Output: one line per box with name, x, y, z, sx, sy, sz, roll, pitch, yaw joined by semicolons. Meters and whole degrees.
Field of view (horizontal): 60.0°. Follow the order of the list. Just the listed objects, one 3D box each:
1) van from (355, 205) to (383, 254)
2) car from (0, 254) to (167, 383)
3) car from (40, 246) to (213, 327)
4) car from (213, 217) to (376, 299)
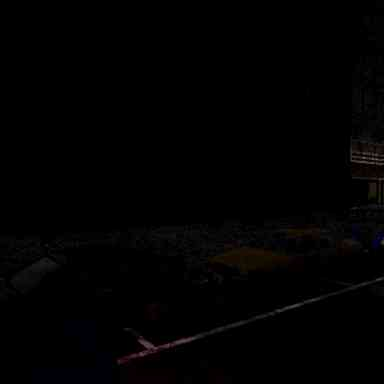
van;7.222;1.333;11.806;3.998;1.788;1.690;0;0;-36
car;-2.758;1.478;1.411;5.008;1.535;1.882;0;0;-36
car;-1.909;1.581;5.287;4.206;1.307;1.802;0;0;-36
car;2.518;1.521;8.448;4.829;1.417;1.752;0;0;-36
